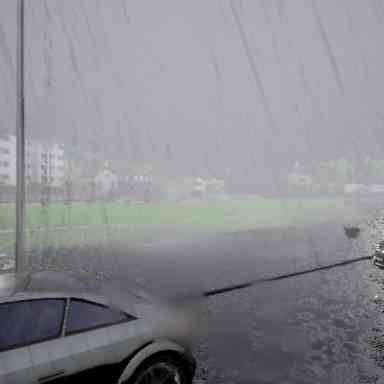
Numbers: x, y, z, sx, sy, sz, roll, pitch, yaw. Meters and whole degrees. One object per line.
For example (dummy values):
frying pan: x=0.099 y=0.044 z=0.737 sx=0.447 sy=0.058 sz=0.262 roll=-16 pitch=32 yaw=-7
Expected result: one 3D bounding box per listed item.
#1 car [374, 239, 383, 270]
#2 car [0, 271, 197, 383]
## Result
car: x=7.234 y=1.511 z=9.738 sx=4.892 sy=1.490 sz=1.837 roll=0 pitch=0 yaw=-35
car: x=-2.015 y=1.564 z=3.146 sx=4.181 sy=1.385 sz=1.994 roll=0 pitch=0 yaw=-35
